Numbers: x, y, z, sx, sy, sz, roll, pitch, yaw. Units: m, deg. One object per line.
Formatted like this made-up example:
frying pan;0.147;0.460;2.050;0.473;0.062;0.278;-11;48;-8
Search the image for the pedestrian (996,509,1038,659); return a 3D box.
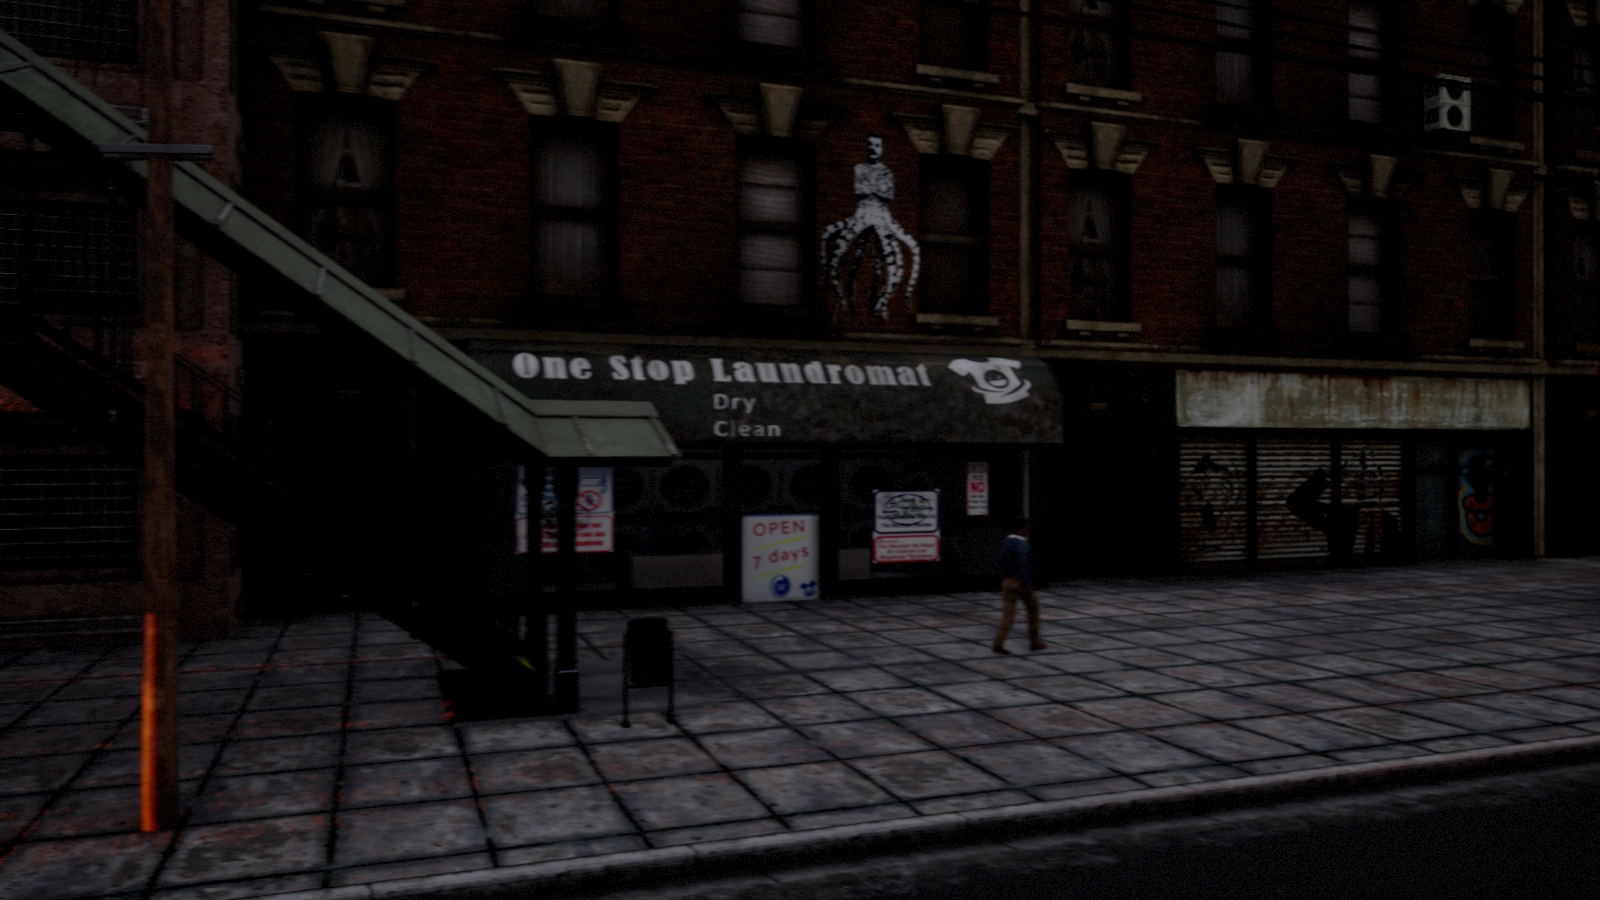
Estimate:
pedestrian;2.778;1.697;14.631;0.375;1.860;0.375;0;0;-32
